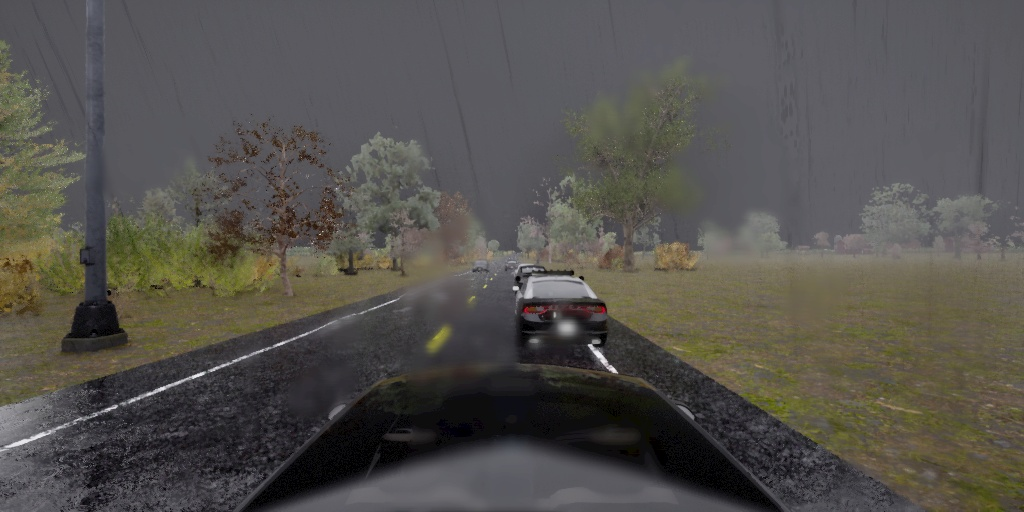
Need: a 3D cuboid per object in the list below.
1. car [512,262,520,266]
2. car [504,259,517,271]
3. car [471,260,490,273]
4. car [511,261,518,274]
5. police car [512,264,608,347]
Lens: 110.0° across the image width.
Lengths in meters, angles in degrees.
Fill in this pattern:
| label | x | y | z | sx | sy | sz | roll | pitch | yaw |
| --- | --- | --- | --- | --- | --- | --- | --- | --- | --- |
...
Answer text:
| label | x | y | z | sx | sy | sz | roll | pitch | yaw |
| --- | --- | --- | --- | --- | --- | --- | --- | --- | --- |
| car | 1.050 | 1.248 | 19.321 | 1.837 | 1.490 | 4.892 | 0 | 0 | 0 |
| car | 0.036 | 1.237 | 47.434 | 1.812 | 1.442 | 4.674 | 0 | 0 | 1 |
| car | -3.596 | 1.225 | 42.022 | 1.837 | 1.490 | 4.892 | 0 | 0 | 0 |
| car | 1.051 | 1.265 | 25.322 | 1.812 | 1.442 | 4.674 | 0 | 0 | 0 |
| police car | 1.050 | 1.173 | 9.430 | 1.930 | 1.638 | 5.238 | 0 | 0 | 0 |
